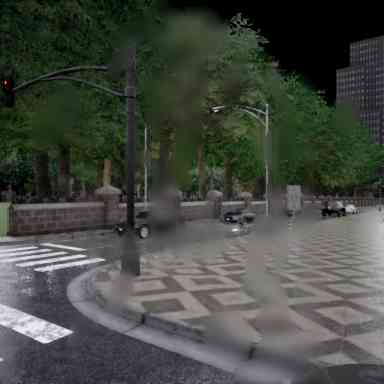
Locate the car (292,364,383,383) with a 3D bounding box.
[{"bbox_3d":[2.390,1.551,1.252,4.403,1.369,2.008,0,0,36],"label":"car"}]

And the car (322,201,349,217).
[{"bbox_3d":[19.155,2.238,44.813,2.150,2.045,5.566,0,-1,35],"label":"car"}]

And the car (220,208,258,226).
[{"bbox_3d":[4.137,2.131,29.182,1.994,1.385,4.181,0,-1,35],"label":"car"}]

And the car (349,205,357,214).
[{"bbox_3d":[25.294,2.771,53.468,1.812,1.442,4.674,0,-1,35],"label":"car"}]

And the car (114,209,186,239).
[{"bbox_3d":[-2.390,1.813,19.982,1.882,1.535,5.008,0,-1,36],"label":"car"}]

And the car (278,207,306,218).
[{"bbox_3d":[12.304,2.412,40.644,2.033,1.411,5.357,0,-1,36],"label":"car"}]
